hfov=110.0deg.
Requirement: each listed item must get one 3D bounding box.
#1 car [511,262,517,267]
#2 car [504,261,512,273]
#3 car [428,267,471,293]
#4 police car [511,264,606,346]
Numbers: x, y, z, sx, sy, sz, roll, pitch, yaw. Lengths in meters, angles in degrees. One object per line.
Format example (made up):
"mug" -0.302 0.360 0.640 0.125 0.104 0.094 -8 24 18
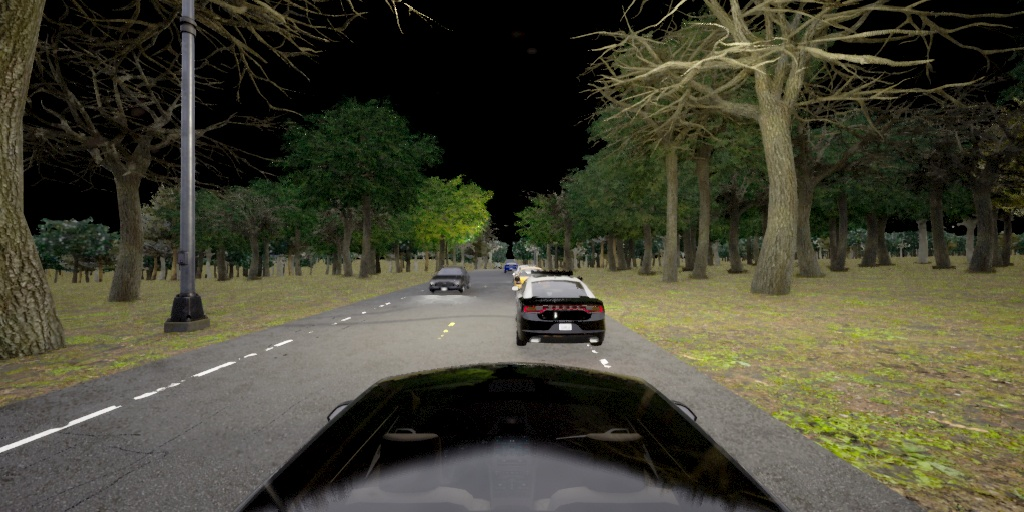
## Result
"car" 1.015 1.255 19.659 1.801 1.575 5.366 0 0 0
"car" -0.066 1.508 48.892 1.882 1.535 5.008 0 -1 0
"car" -3.538 1.356 21.360 2.033 1.411 5.357 0 0 0
"police car" 1.036 1.186 9.576 1.930 1.638 5.238 0 0 0
